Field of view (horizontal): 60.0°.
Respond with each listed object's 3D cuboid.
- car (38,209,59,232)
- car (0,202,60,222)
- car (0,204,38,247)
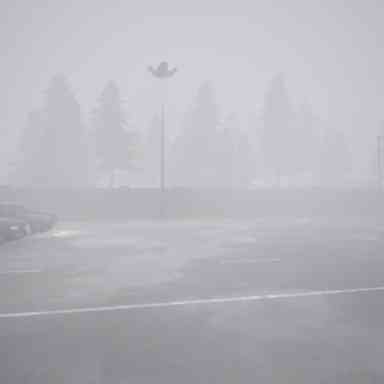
[{"bbox_3d":[-9.363,1.489,17.076,4.181,1.385,1.994,0,0,-13],"label":"car"},{"bbox_3d":[-10.727,1.417,20.359,4.892,1.490,1.837,0,0,-13],"label":"car"},{"bbox_3d":[-9.267,1.428,13.511,4.902,1.511,2.128,0,0,-13],"label":"car"}]
